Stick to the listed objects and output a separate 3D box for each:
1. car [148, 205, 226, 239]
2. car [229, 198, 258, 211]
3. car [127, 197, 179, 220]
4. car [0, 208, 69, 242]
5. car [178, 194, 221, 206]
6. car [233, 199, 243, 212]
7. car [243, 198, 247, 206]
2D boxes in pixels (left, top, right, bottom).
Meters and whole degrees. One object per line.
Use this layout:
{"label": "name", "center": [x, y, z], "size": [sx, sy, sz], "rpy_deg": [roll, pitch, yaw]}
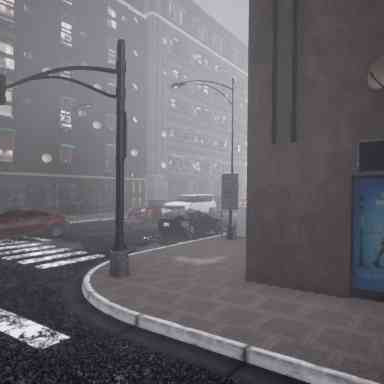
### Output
{"label": "car", "center": [-0.041, 1.599, 17.708], "size": [1.947, 1.339, 4.313], "rpy_deg": [1, 1, 35]}
{"label": "car", "center": [6.348, 1.483, 40.530], "size": [1.802, 1.307, 4.206], "rpy_deg": [1, 1, 35]}
{"label": "car", "center": [-3.280, 1.362, 26.807], "size": [1.967, 1.590, 4.097], "rpy_deg": [1, 1, 35]}
{"label": "car", "center": [-8.090, 1.493, 15.675], "size": [1.812, 1.442, 4.674], "rpy_deg": [1, 0, 35]}
{"label": "car", "center": [-0.113, 1.177, 27.024], "size": [2.150, 2.045, 5.566], "rpy_deg": [1, 0, 35]}
{"label": "car", "center": [3.141, 1.223, 35.954], "size": [2.192, 1.841, 5.009], "rpy_deg": [1, 1, 35]}
{"label": "car", "center": [6.809, 1.289, 36.875], "size": [2.097, 1.767, 4.553], "rpy_deg": [1, 1, 35]}
